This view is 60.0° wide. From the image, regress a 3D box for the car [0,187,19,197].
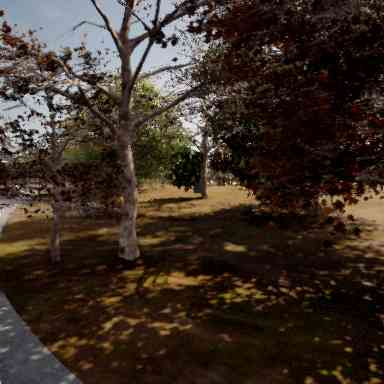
[{"bbox_3d":[-19.669,-0.062,35.433,1.895,1.301,4.718,0,3,-21],"label":"car"}]
